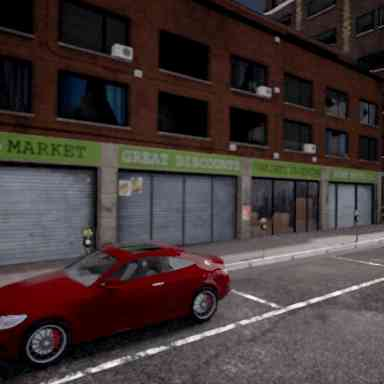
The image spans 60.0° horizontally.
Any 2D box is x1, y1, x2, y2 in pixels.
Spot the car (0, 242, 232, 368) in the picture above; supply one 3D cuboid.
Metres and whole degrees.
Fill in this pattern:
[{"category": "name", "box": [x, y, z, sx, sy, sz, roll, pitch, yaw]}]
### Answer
[{"category": "car", "box": [-1.179, 1.585, 5.706, 4.206, 1.307, 1.802, 0, 1, -35]}]
